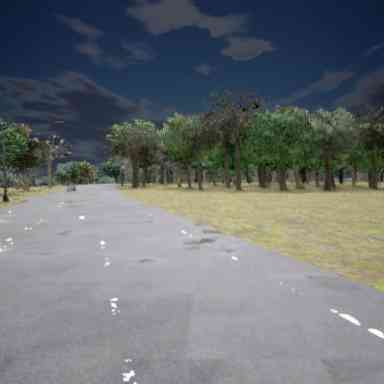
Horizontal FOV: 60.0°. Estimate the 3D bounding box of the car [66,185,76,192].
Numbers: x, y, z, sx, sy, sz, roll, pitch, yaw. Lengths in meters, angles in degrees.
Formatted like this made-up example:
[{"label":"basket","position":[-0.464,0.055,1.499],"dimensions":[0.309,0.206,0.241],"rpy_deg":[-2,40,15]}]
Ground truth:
[{"label":"car","position":[-26.808,-0.794,73.797],"dimensions":[1.837,1.490,4.892],"rpy_deg":[-2,3,-15]}]
